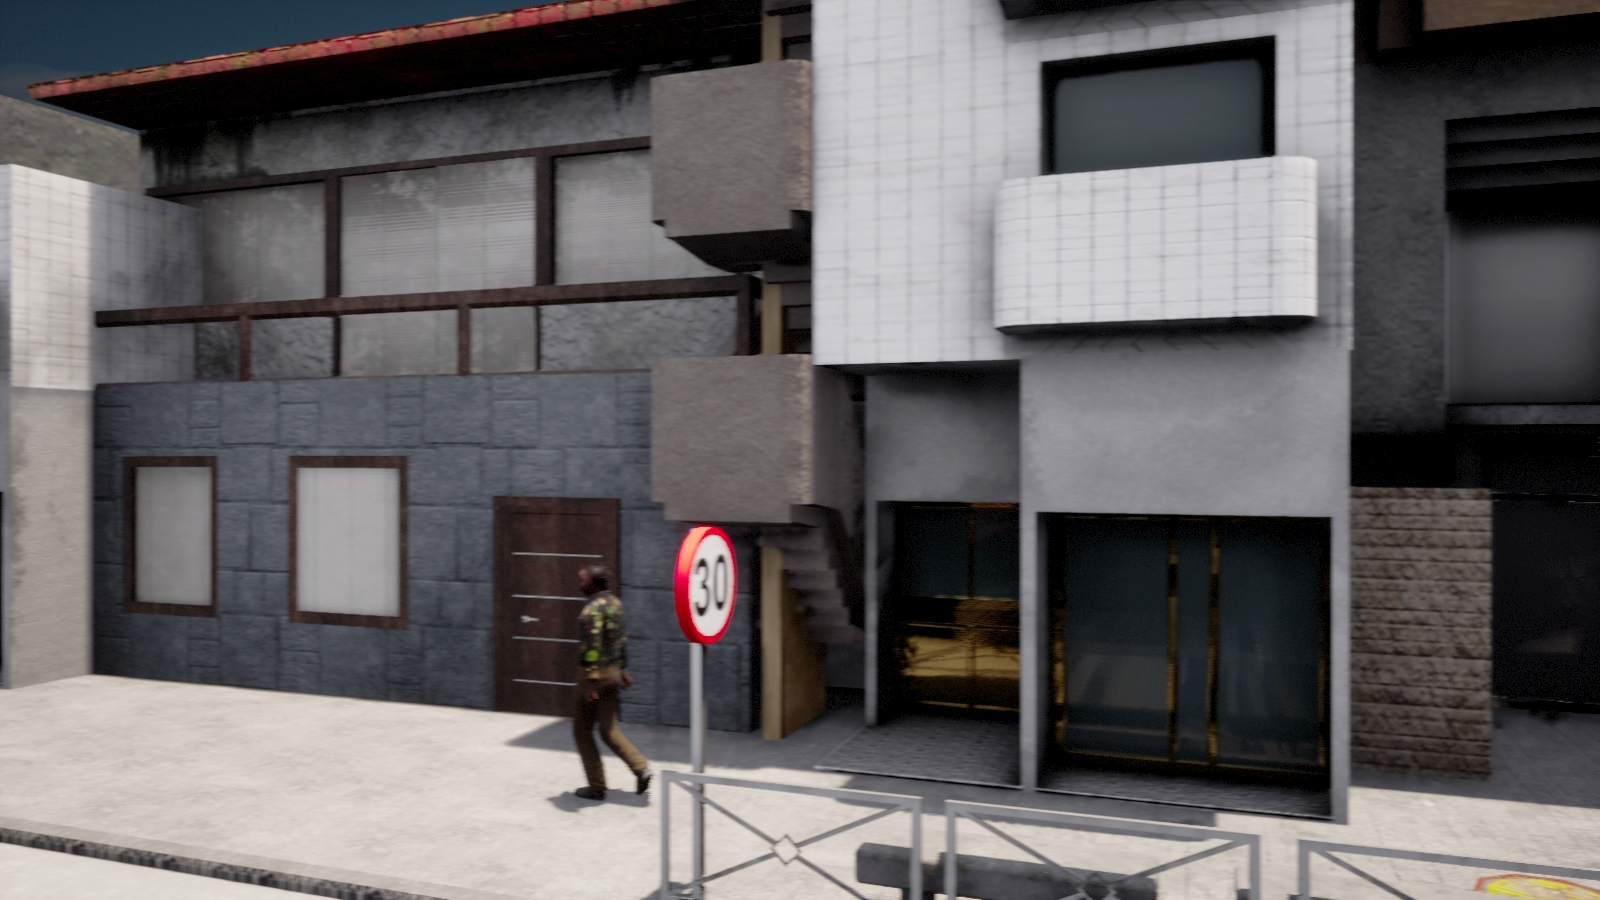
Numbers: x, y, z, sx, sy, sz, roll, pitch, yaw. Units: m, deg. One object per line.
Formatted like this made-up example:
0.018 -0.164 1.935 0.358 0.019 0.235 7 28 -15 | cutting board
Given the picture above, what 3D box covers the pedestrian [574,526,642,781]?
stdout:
-1.457 1.524 8.710 0.375 1.860 0.375 0 0 19 | pedestrian
